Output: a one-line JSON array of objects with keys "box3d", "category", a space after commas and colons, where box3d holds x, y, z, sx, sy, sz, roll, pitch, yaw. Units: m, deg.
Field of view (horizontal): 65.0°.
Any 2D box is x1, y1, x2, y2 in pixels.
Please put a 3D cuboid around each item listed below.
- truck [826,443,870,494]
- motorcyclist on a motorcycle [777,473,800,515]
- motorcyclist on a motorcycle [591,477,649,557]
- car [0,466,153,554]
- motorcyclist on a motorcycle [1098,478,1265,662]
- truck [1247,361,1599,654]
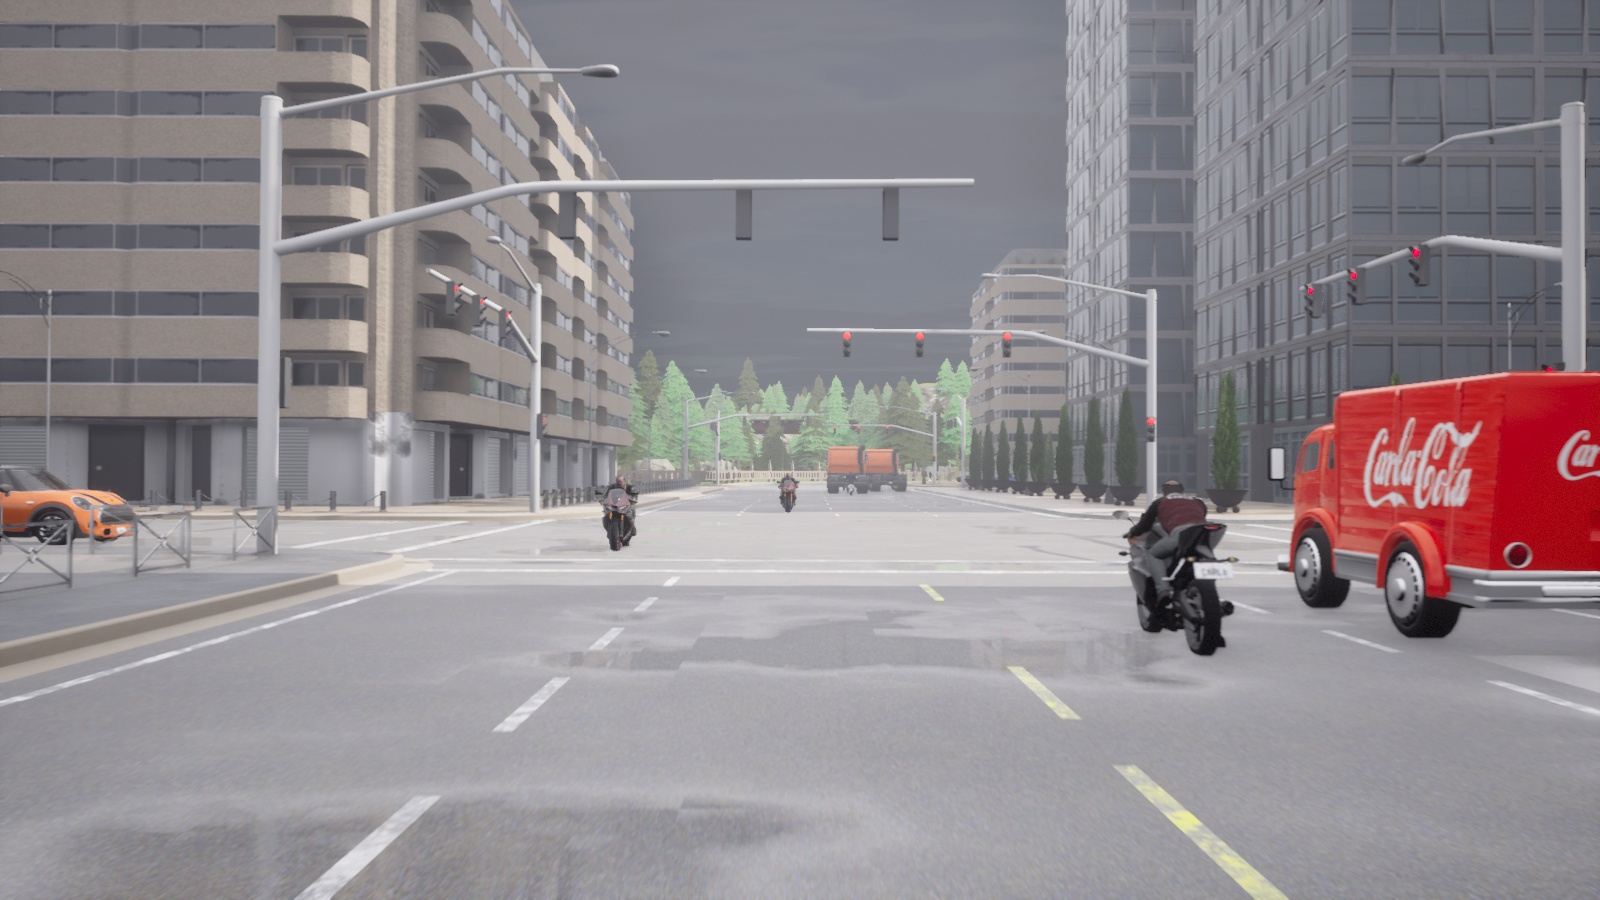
[{"box3d": [3.386, 1.333, 90.451, 2.891, 3.462, 7.936, 0, -1, 1], "category": "truck"}, {"box3d": [-0.430, 1.645, 47.429, 0.866, 1.530, 2.191, 0, -1, -1], "category": "motorcyclist on a motorcycle"}, {"box3d": [-3.603, 1.311, 25.319, 0.866, 1.530, 2.191, 0, -1, -1], "category": "motorcyclist on a motorcycle"}, {"box3d": [-16.512, 1.239, 26.560, 4.553, 1.767, 2.097, 0, -1, 0], "category": "car"}, {"box3d": [3.471, 1.031, 11.674, 0.866, 1.530, 2.191, 0, -1, 0], "category": "motorcyclist on a motorcycle"}, {"box3d": [6.966, 0.521, 13.218, 2.627, 2.467, 5.204, 0, -1, 0], "category": "truck"}]
